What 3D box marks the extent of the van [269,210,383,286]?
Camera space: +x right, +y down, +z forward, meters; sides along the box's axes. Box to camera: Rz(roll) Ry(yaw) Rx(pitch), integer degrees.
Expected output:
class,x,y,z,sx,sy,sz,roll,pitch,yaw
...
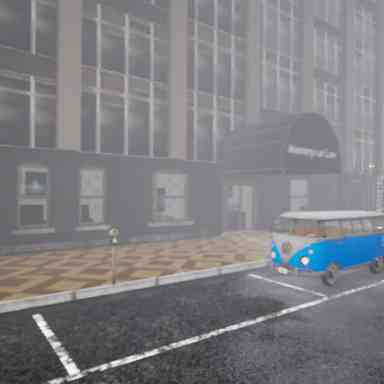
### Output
class,x,y,z,sx,sy,sz,roll,pitch,yaw
van,3.941,1.427,9.382,3.998,1.788,1.690,1,0,-36
